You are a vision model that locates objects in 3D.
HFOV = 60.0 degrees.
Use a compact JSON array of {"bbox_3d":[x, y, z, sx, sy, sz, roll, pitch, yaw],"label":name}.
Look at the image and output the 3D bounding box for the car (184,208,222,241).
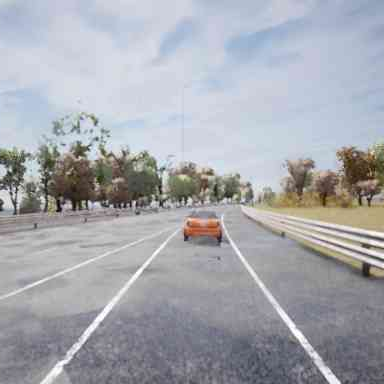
[{"bbox_3d":[0.676,1.809,19.811,2.097,1.767,4.553,1,-1,2],"label":"car"}]
